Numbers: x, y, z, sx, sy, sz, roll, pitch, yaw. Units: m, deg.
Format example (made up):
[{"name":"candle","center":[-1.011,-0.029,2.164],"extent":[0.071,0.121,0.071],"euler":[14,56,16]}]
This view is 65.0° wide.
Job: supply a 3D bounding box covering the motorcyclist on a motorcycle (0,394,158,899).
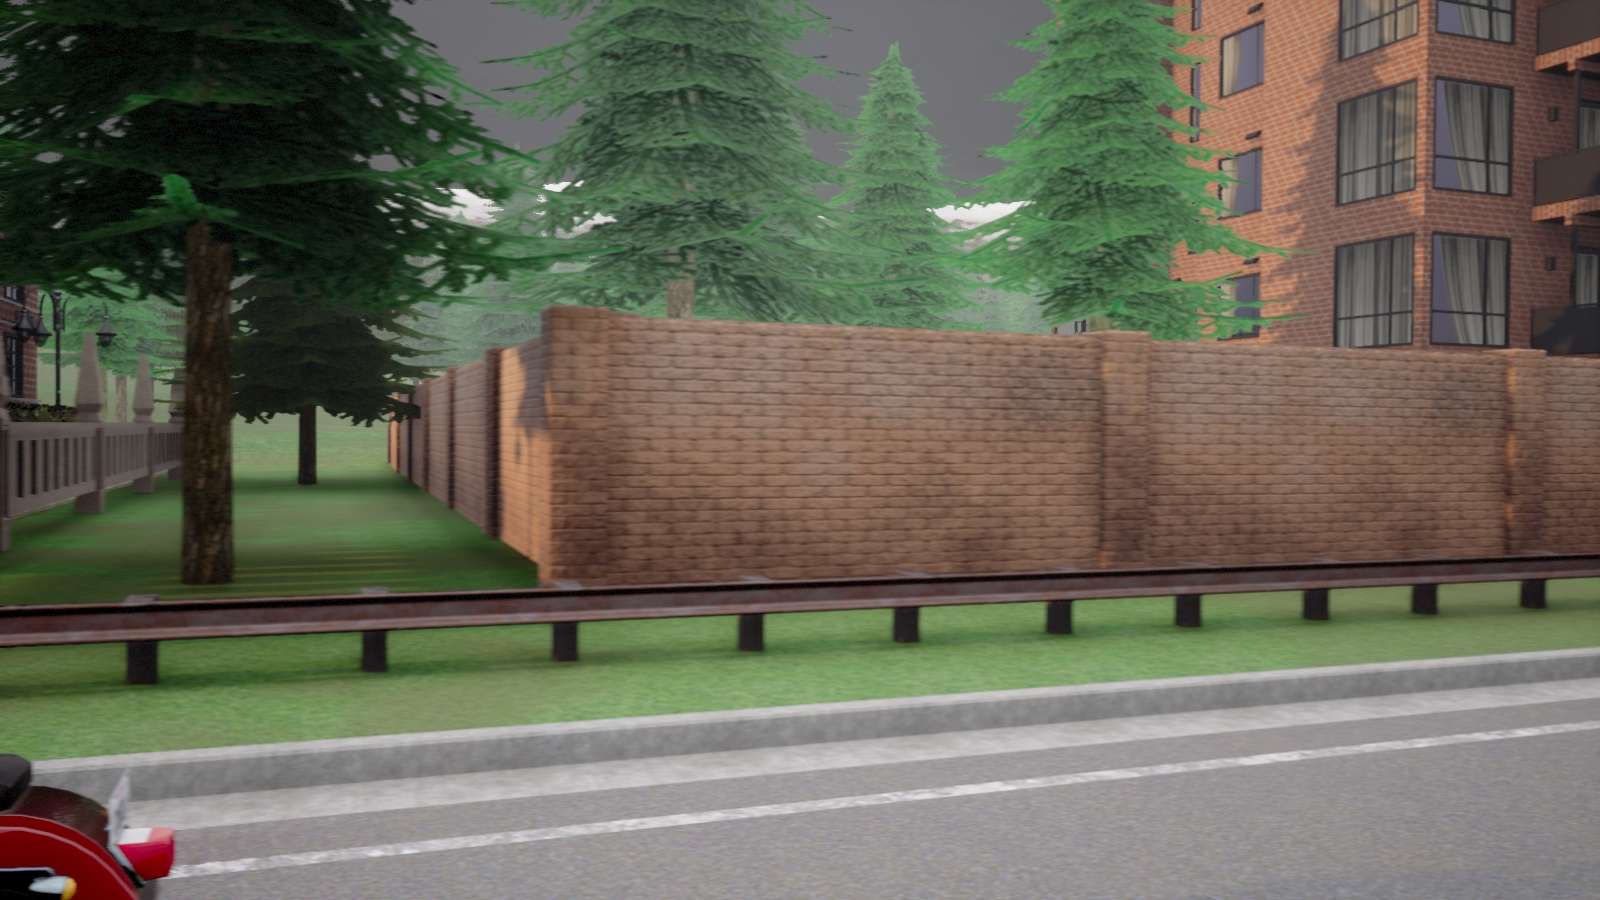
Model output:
[{"name":"motorcyclist on a motorcycle","center":[-2.530,0.739,2.277],"extent":[2.350,1.649,0.766],"euler":[-1,1,-21]}]
